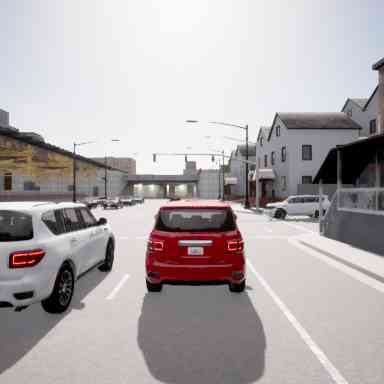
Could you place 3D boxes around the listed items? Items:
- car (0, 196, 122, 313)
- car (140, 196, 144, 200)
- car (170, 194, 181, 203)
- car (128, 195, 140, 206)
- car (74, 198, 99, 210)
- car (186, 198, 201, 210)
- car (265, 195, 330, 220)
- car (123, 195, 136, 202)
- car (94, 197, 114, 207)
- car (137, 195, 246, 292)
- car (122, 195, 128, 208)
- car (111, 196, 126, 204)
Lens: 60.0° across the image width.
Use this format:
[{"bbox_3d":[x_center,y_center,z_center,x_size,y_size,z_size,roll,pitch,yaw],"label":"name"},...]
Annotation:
[{"bbox_3d":[-3.409,1.221,7.786,2.150,2.045,5.566,0,0,1],"label":"car"},{"bbox_3d":[-10.385,1.547,64.698,2.033,1.411,5.357,0,0,0],"label":"car"},{"bbox_3d":[-3.338,1.352,69.181,2.097,1.767,4.553,0,0,0],"label":"car"},{"bbox_3d":[-10.464,1.547,54.409,2.033,1.411,5.357,0,0,0],"label":"car"},{"bbox_3d":[-13.996,1.564,44.248,1.994,1.385,4.181,0,0,0],"label":"car"},{"bbox_3d":[0.190,1.564,44.225,1.994,1.385,4.181,0,0,0],"label":"car"},{"bbox_3d":[9.142,1.302,28.753,5.566,2.045,2.150,-1,0,1],"label":"car"},{"bbox_3d":[-13.827,1.493,73.758,1.837,1.490,4.892,0,0,0],"label":"car"},{"bbox_3d":[-13.965,1.526,52.989,1.812,1.442,4.674,0,0,0],"label":"car"},{"bbox_3d":[0.099,1.221,9.049,2.150,2.045,5.566,0,0,1],"label":"car"},{"bbox_3d":[-10.495,1.491,44.660,2.128,1.511,4.902,0,0,0],"label":"car"},{"bbox_3d":[-13.898,1.505,63.344,1.837,1.490,4.892,0,0,0],"label":"car"}]
